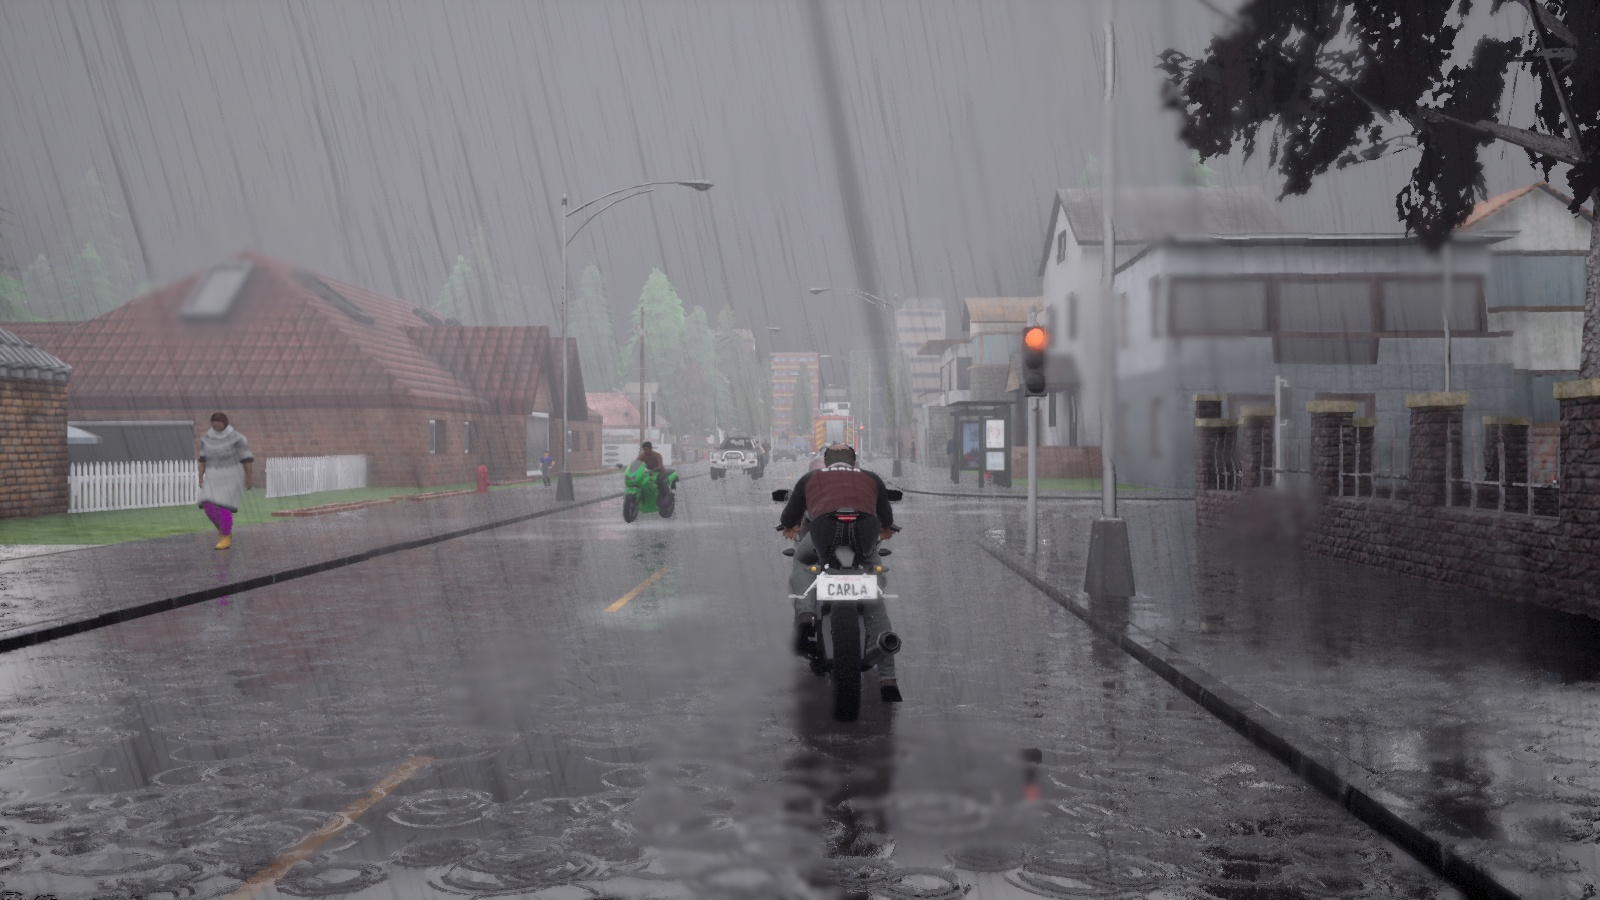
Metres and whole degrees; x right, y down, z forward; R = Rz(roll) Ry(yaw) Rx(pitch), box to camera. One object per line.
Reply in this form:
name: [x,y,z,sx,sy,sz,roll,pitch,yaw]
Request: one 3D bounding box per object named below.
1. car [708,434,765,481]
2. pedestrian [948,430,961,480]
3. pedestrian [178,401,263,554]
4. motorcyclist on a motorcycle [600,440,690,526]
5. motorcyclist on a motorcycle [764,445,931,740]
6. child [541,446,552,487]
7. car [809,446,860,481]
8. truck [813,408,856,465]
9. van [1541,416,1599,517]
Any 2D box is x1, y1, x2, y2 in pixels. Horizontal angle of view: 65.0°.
car: [-2.569,0.268,52.005,1.932,1.855,4.605,0,0,2]
pedestrian: [5.755,0.197,46.716,0.402,1.842,0.726,0,0,0]
pedestrian: [-7.608,0.353,16.525,0.659,1.952,0.873,0,0,6]
motorcyclist on a motorcycle: [-2.910,0.592,23.822,0.797,1.523,2.044,2,1,21]
motorcyclist on a motorcycle: [0.244,0.739,7.623,0.866,1.530,2.191,0,0,0]
child: [-7.906,0.509,39.183,0.270,1.263,0.437,0,0,0]
car: [1.398,0.523,51.149,1.994,1.385,4.181,0,0,2]
truck: [2.443,-0.918,88.847,2.891,3.827,8.468,0,0,1]
van: [18.371,0.336,26.301,4.480,2.038,2.069,0,0,-1]
